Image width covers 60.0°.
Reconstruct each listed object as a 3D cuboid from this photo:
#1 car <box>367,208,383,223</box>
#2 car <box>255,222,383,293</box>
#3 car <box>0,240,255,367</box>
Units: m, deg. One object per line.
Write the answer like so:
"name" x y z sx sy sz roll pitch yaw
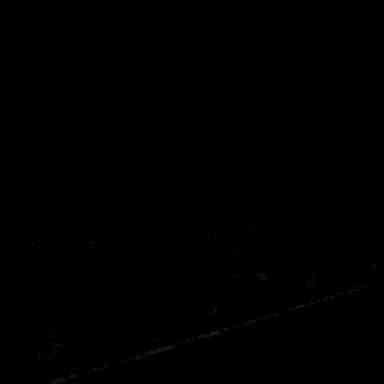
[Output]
"car" 7.993 1.443 12.364 5.009 1.841 2.192 1 -1 -36
"car" 3.405 1.641 9.086 4.313 1.339 1.947 1 -1 -36
"car" -1.181 1.587 5.810 4.313 1.339 1.947 1 -1 -36
